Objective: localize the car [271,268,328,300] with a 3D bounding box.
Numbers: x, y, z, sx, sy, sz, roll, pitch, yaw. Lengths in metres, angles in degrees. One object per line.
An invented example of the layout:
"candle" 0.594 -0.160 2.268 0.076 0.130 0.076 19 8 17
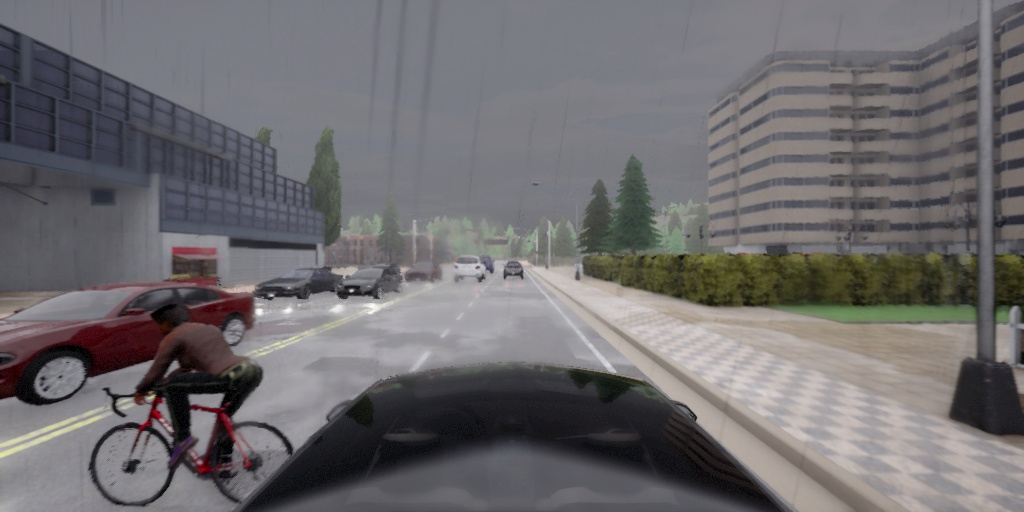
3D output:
"car" -10.490 1.337 18.337 2.033 1.411 5.357 0 0 1

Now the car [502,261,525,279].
"car" 0.136 1.319 33.642 2.128 1.511 4.902 0 0 0

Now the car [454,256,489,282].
"car" -3.385 1.038 29.524 2.150 2.045 5.566 0 0 0

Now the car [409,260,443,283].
"car" -6.988 1.168 29.006 2.097 1.767 4.553 0 0 1

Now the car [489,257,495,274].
"car" -3.362 1.077 44.080 2.150 2.045 5.566 0 0 0

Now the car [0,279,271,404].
"car" -7.094 1.239 6.530 1.882 1.535 5.008 0 0 0

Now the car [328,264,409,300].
"car" -6.993 1.297 18.125 1.837 1.490 4.892 0 -1 1

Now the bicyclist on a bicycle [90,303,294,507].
"bicyclist on a bicycle" -2.557 1.205 2.867 1.656 1.620 0.582 -1 0 0
